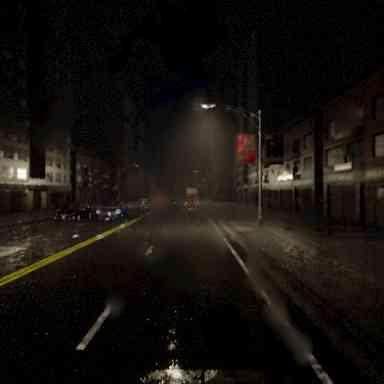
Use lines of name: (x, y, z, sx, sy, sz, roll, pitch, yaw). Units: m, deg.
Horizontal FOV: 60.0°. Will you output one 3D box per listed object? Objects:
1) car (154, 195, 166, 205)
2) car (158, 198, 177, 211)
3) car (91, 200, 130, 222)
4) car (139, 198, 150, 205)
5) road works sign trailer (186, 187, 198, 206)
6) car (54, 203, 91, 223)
car: (-6.522, 1.657, 68.411, 2.150, 2.045, 5.566, 0, 0, 0)
car: (-3.164, 1.871, 46.469, 1.994, 1.385, 4.181, 0, 0, 0)
car: (-6.606, 1.537, 28.138, 2.097, 1.767, 4.553, 0, 0, 0)
car: (-9.771, 1.956, 68.428, 2.128, 1.511, 4.902, 0, 0, 0)
road works sign trailer: (-0.021, 0.898, 65.393, 2.380, 3.560, 2.880, 0, 0, 0)
car: (-9.856, 1.688, 27.910, 1.837, 1.490, 4.892, 0, 0, 0)
